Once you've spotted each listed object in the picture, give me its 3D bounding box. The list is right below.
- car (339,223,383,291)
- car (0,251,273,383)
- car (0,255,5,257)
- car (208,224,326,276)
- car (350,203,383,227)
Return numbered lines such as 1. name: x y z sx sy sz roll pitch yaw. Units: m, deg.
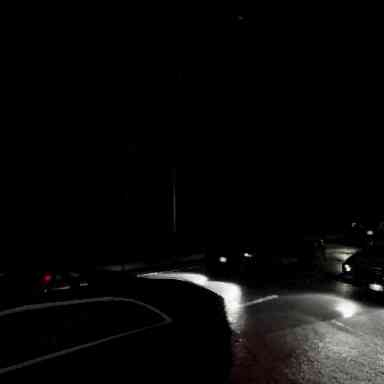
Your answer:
1. car: 6.021 1.714 8.897 5.357 1.411 2.033 1 -1 -40
2. car: -1.796 1.521 2.792 4.902 1.511 2.128 1 -1 -37
3. car: -4.447 1.611 5.178 4.181 1.385 1.994 1 -1 -37
4. car: 2.412 1.727 10.488 4.181 1.385 1.994 1 -1 -39
5. car: 10.261 1.594 17.420 5.566 2.045 2.150 2 -2 -44
